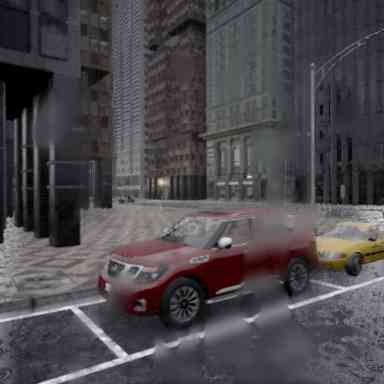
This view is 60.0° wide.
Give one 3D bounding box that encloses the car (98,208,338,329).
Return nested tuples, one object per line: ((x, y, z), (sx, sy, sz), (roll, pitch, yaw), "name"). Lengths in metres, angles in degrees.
((0.643, 1.311, 7.112), (5.009, 1.841, 2.192), (0, 0, -35), "car")

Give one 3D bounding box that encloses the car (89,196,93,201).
((-27.354, 1.746, 86.802), (2.128, 1.511, 4.902), (0, 0, -35), "car")

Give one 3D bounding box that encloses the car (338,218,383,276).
((5.066, 1.516, 10.266), (4.829, 1.417, 1.752), (0, 0, -36), "car")

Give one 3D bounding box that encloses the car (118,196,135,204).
((-13.237, 1.664, 66.991), (1.837, 1.490, 4.892), (0, 0, -35), "car")
